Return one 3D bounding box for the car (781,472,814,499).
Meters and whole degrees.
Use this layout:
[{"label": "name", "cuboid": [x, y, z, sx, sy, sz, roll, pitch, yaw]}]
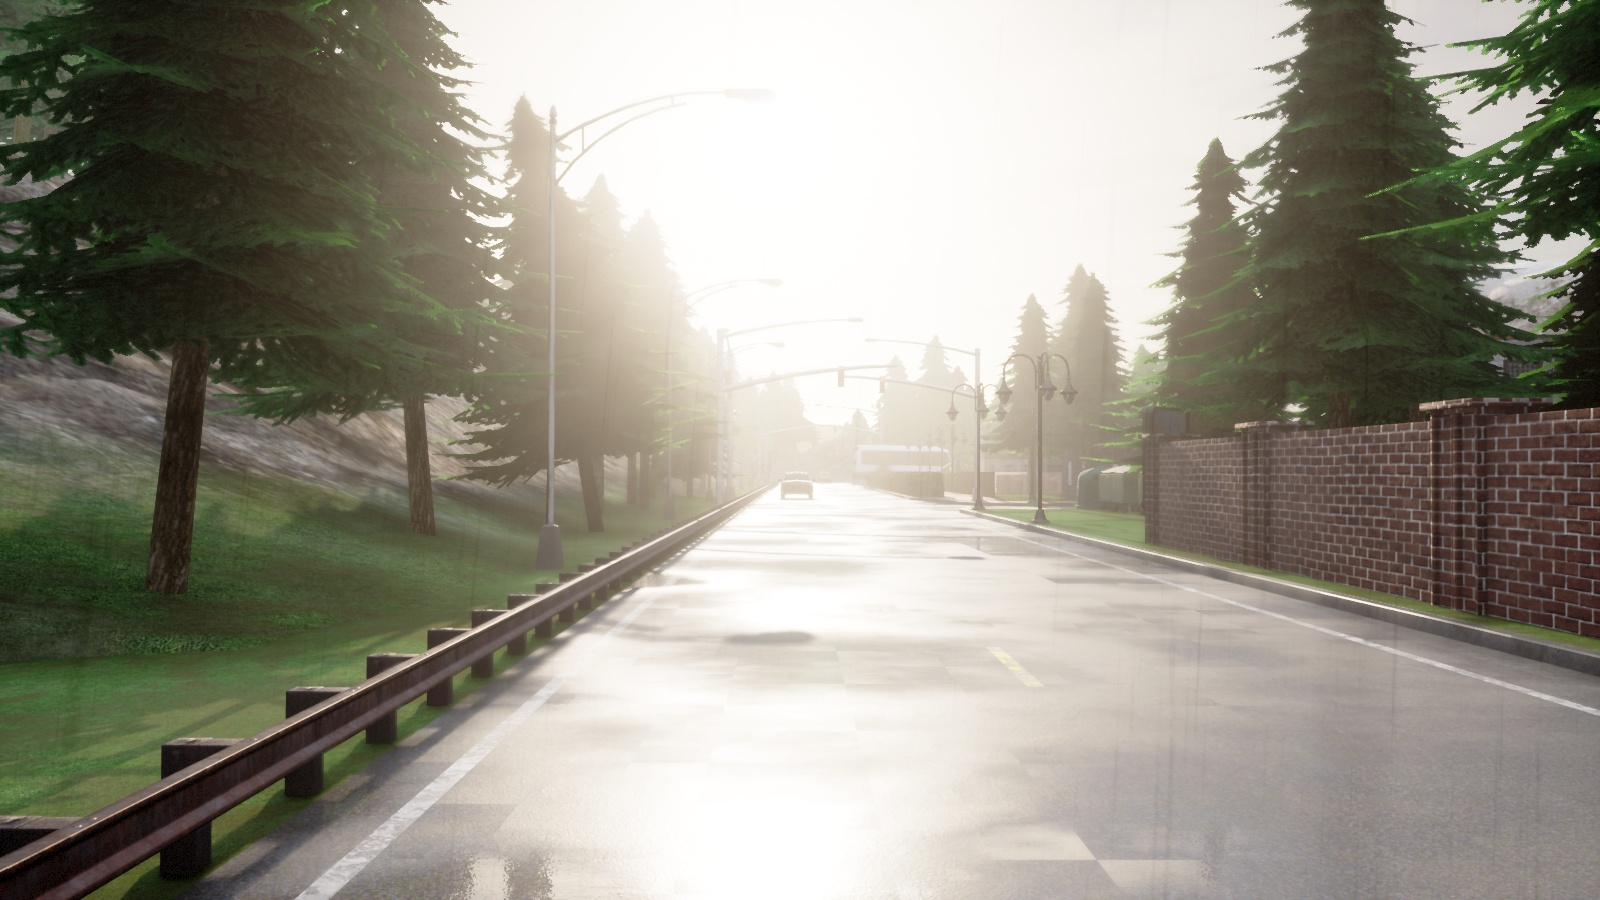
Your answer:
[{"label": "car", "cuboid": [-0.162, 2.029, 72.178, 1.837, 1.490, 4.892, 0, -1, 0]}]
